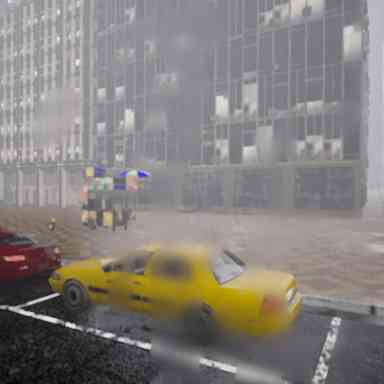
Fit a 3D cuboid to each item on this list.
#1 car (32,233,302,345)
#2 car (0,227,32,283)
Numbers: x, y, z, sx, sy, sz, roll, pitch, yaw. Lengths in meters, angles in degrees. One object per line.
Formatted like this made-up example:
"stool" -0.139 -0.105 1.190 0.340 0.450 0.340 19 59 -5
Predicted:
"car" -0.556 1.520 6.141 4.829 1.417 1.752 0 0 29
"car" -5.258 1.573 8.709 4.206 1.307 1.802 0 0 29
